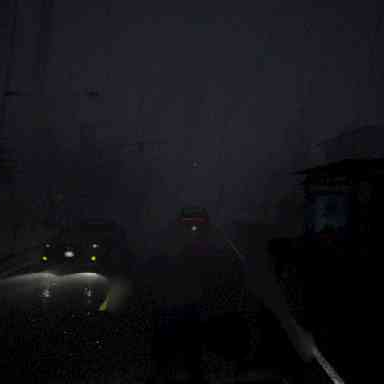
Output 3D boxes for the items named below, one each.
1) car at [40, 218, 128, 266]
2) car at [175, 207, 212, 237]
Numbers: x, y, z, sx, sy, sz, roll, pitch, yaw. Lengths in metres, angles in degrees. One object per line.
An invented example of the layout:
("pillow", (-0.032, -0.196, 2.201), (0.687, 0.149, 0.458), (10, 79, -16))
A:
("car", (-3.540, 1.615, 11.614), (1.994, 1.385, 4.181), (0, 0, 1))
("car", (0.097, 1.569, 18.449), (2.128, 1.511, 4.902), (0, -1, 0))
